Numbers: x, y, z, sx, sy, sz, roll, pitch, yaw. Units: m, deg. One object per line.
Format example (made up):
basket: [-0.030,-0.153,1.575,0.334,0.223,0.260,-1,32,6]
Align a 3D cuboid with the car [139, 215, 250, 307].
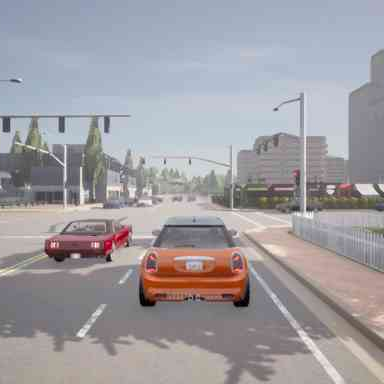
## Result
car: [0.060,1.351,8.143,2.097,1.767,4.553,0,0,0]

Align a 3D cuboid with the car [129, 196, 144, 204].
car: [-10.579,1.558,63.752,1.994,1.385,4.181,0,0,1]

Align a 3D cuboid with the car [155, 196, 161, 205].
car: [-7.100,1.500,59.309,1.837,1.490,4.892,0,0,0]

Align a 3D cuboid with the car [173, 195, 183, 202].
car: [-3.537,1.506,77.796,1.812,1.442,4.674,0,0,0]

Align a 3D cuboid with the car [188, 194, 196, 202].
car: [-0.037,1.525,77.479,2.033,1.411,5.357,0,0,0]

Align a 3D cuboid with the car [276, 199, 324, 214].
car: [11.255,1.489,34.804,4.902,1.511,2.128,0,0,-1]

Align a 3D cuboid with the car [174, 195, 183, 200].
car: [-3.541,1.417,87.751,1.994,1.385,4.181,0,0,0]

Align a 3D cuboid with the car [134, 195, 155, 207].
car: [-7.109,1.521,50.203,1.812,1.442,4.674,0,0,0]

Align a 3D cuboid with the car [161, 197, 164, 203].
car: [-7.033,1.589,69.388,1.895,1.301,4.718,0,0,0]

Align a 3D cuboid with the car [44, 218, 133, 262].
car: [-3.422,1.600,12.037,1.895,1.301,4.718,0,0,0]

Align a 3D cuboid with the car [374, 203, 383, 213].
car: [21.828,1.475,35.070,5.008,1.535,1.882,0,0,-2]

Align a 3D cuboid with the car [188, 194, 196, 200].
car: [-0.041,1.390,87.754,2.128,1.511,4.902,0,0,0]

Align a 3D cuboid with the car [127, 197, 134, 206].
car: [-10.616,1.559,53.780,1.994,1.385,4.181,0,0,0]

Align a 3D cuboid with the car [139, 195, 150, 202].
car: [-10.535,1.494,73.986,1.837,1.490,4.892,0,0,0]

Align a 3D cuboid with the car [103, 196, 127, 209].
car: [-10.615,1.348,45.169,2.097,1.767,4.553,0,0,0]
